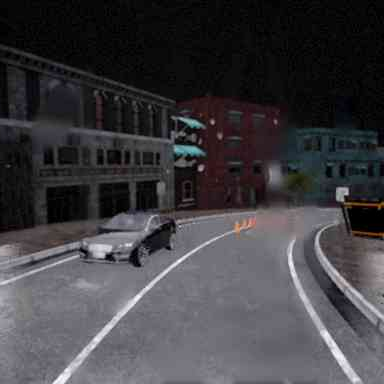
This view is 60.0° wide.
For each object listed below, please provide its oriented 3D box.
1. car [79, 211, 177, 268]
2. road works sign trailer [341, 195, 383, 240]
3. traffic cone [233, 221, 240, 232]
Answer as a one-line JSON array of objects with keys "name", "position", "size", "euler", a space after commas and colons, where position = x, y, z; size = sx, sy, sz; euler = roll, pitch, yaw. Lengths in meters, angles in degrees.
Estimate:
[{"name": "car", "position": [-1.921, 1.453, 11.440], "size": [2.128, 1.511, 4.902], "euler": [1, 0, 15]}, {"name": "road works sign trailer", "position": [7.606, 1.224, 12.377], "size": [3.560, 2.380, 2.880], "euler": [2, 45, 40]}, {"name": "traffic cone", "position": [2.573, 1.973, 19.004], "size": [0.340, 0.580, 0.340], "euler": [2, 0, 21]}]
